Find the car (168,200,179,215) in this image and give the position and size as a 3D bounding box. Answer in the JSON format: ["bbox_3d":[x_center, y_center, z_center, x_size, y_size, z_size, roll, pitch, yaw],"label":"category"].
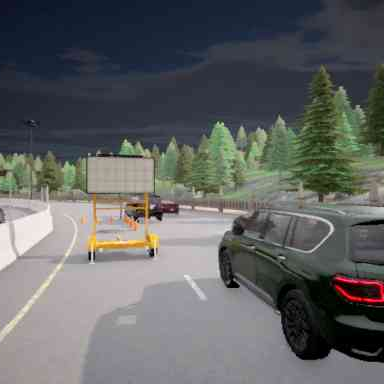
[{"bbox_3d":[-2.890,1.478,32.884,1.882,1.535,5.008,0,0,-25],"label":"car"}]

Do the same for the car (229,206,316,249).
[{"bbox_3d":[3.502,1.505,15.636,1.837,1.490,4.892,0,0,-15],"label":"car"}]

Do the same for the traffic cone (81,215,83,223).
[{"bbox_3d":[-7.859,1.955,23.957,0.340,0.580,0.340,0,0,-17],"label":"traffic cone"}]

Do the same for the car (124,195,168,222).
[{"bbox_3d":[-3.969,1.224,26.679,2.150,2.045,5.566,0,0,-22],"label":"car"}]

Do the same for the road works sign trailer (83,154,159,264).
[{"bbox_3d":[-2.563,0.464,11.988,2.380,3.560,2.880,0,0,-17],"label":"road works sign trailer"}]

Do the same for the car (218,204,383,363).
[{"bbox_3d":[2.150,1.223,6.205,2.150,2.045,5.566,0,0,-11],"label":"car"}]
